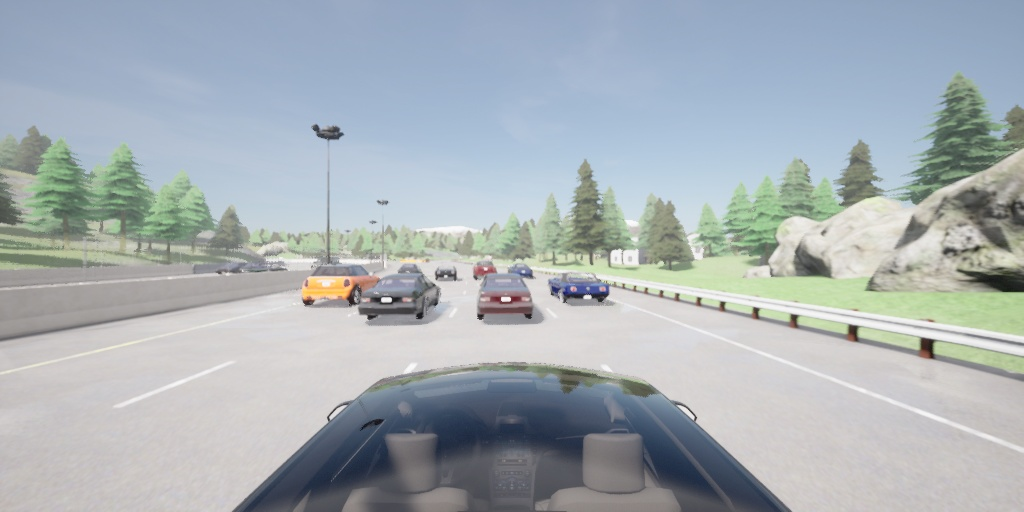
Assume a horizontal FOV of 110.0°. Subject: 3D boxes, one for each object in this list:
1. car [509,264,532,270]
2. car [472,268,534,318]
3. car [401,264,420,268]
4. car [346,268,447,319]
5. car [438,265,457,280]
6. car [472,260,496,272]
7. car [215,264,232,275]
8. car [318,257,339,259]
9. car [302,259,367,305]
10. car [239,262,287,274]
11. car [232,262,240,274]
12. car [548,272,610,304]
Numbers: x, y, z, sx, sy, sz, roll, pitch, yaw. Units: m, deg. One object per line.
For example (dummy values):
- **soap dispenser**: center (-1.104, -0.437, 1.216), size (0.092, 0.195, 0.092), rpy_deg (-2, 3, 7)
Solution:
- **car**: center (0.732, 1.413, 35.001), size (1.994, 1.385, 4.181), rpy_deg (0, 0, -9)
- **car**: center (-0.326, 1.333, 13.125), size (2.033, 1.411, 5.357), rpy_deg (0, 0, -3)
- **car**: center (-9.838, 1.430, 34.572), size (1.994, 1.385, 4.181), rpy_deg (0, 0, -10)
- **car**: center (-3.821, 1.339, 13.003), size (2.033, 1.411, 5.357), rpy_deg (0, 0, -3)
- **car**: center (-5.971, 1.455, 32.732), size (1.895, 1.301, 4.718), rpy_deg (0, 0, -9)
- **car**: center (-2.664, 1.204, 34.099), size (2.097, 1.767, 4.553), rpy_deg (0, 0, -9)
- **car**: center (-32.990, 1.479, 42.846), size (2.033, 1.411, 5.357), rpy_deg (0, 0, -12)
- **car**: center (-22.311, 1.130, 43.182), size (2.150, 2.045, 5.566), rpy_deg (0, 0, -11)
- **car**: center (-7.612, 1.160, 16.509), size (2.097, 1.767, 4.553), rpy_deg (0, 0, -4)
- **car**: center (-23.975, 1.493, 34.936), size (1.895, 1.301, 4.718), rpy_deg (0, 0, -10)
- **car**: center (-29.077, 1.408, 40.890), size (2.128, 1.511, 4.902), rpy_deg (0, 0, -12)
- **car**: center (2.917, 1.391, 16.832), size (1.895, 1.301, 4.718), rpy_deg (0, 0, -4)
